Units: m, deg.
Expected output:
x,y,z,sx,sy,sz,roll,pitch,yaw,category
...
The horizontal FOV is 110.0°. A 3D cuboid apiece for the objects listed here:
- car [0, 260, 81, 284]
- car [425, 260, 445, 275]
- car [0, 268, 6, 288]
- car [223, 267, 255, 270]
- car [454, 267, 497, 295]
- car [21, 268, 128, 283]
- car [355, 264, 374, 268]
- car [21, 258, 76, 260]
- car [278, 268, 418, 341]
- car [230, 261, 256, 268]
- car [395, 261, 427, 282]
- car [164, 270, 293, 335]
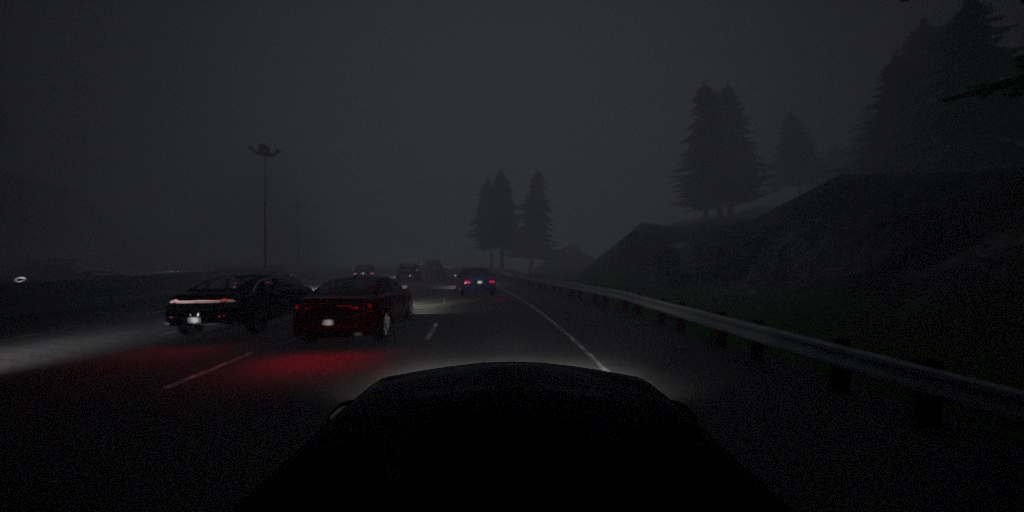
x,y,z,sx,sy,sz,roll,pitch,yaw,category
-27.887,1.280,20.864,2.097,1.767,4.553,0,0,-19,car
-8.976,1.195,39.844,2.097,1.767,4.553,0,0,-24,car
-35.819,1.522,22.556,2.033,1.411,5.357,0,0,-22,car
-12.647,1.404,18.734,1.994,1.385,4.181,0,0,-12,car
-2.117,1.330,19.957,2.033,1.411,5.357,0,0,-13,car
-23.982,1.506,20.299,1.895,1.301,4.718,0,0,-17,car
-12.251,1.398,29.846,2.033,1.411,5.357,0,0,-21,car
-33.090,1.180,25.058,2.150,2.045,5.566,0,0,-23,car
-4.111,1.260,10.063,1.882,1.535,5.008,0,0,-5,car
-38.298,1.515,51.621,2.128,1.511,4.902,0,0,-26,car
-8.695,1.322,29.960,2.128,1.511,4.902,0,0,-20,car
-7.721,1.295,10.817,2.128,1.511,4.902,0,0,-6,car
